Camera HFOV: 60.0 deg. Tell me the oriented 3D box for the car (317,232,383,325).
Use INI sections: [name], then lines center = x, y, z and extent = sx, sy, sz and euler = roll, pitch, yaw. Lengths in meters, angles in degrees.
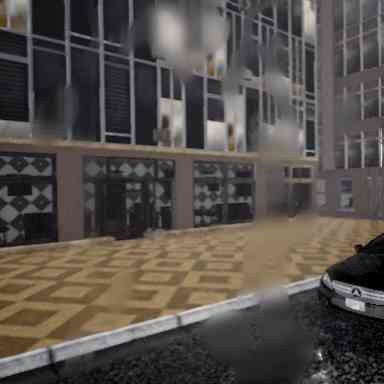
[car]
center = 4.428, 1.482, 6.517
extent = 4.674, 1.442, 1.812
euler = 0, 0, -36
